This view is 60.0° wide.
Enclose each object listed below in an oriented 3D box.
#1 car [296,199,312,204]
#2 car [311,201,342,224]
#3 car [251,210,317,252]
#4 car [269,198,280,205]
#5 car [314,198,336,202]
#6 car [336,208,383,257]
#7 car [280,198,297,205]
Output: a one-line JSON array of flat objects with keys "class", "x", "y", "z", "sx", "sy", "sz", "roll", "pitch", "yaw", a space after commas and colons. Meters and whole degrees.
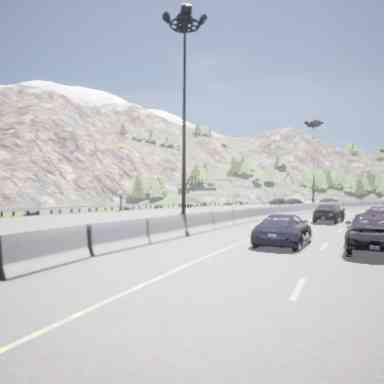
[{"class": "car", "x": 22.263, "y": 2.023, "z": 63.059, "sx": 4.674, "sy": 1.442, "sz": 1.812, "roll": 1, "pitch": -1, "yaw": -45}, {"class": "car", "x": 11.212, "y": 1.729, "z": 27.073, "sx": 1.837, "sy": 1.490, "sz": 4.892, "roll": 0, "pitch": 0, "yaw": 33}, {"class": "car", "x": 4.072, "y": 1.674, "z": 14.744, "sx": 1.994, "sy": 1.385, "sz": 4.181, "roll": 0, "pitch": 0, "yaw": 28}, {"class": "car", "x": 17.735, "y": 2.003, "z": 68.430, "sx": 4.892, "sy": 1.490, "sz": 1.837, "roll": 1, "pitch": 0, "yaw": -45}, {"class": "car", "x": 24.585, "y": 1.848, "z": 60.417, "sx": 4.553, "sy": 1.767, "sz": 2.097, "roll": 1, "pitch": 0, "yaw": -45}, {"class": "car", "x": 7.095, "y": 1.609, "z": 12.984, "sx": 2.128, "sy": 1.511, "sz": 4.902, "roll": 0, "pitch": 0, "yaw": 28}, {"class": "car", "x": 19.978, "y": 2.000, "z": 65.741, "sx": 4.892, "sy": 1.490, "sz": 1.837, "roll": 1, "pitch": 0, "yaw": -45}]
